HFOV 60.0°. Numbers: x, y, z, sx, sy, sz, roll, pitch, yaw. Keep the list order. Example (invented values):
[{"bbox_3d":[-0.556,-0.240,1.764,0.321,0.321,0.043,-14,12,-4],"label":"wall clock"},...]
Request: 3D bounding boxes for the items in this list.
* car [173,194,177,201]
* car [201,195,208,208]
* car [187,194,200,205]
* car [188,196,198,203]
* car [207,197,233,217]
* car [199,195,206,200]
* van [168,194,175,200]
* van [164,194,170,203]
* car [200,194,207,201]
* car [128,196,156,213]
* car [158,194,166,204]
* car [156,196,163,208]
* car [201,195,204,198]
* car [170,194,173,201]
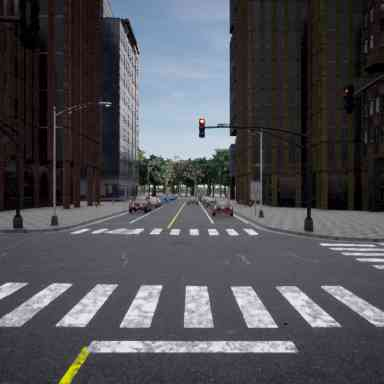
[{"bbox_3d":[-5.696,1.597,86.095,1.947,1.339,4.313,0,0,0],"label":"car"},{"bbox_3d":[2.799,1.561,48.025,2.008,1.369,4.403,0,0,0],"label":"car"},{"bbox_3d":[0.142,1.562,59.484,2.033,1.411,5.357,0,0,0],"label":"car"},{"bbox_3d":[0.155,1.584,69.774,1.994,1.385,4.181,0,0,0],"label":"car"},{"bbox_3d":[2.787,1.444,31.713,1.967,1.590,4.097,0,0,0],"label":"car"},{"bbox_3d":[2.833,1.561,91.696,1.752,1.417,4.829,0,0,0],"label":"car"},{"bbox_3d":[-5.693,1.377,91.533,1.690,1.788,3.998,0,0,0],"label":"van"},{"bbox_3d":[-5.713,1.359,64.345,1.690,1.788,3.998,0,0,0],"label":"van"},{"bbox_3d":[2.808,1.559,58.901,1.887,1.381,4.507,0,0,0],"label":"car"},{"bbox_3d":[-5.734,1.321,37.157,2.192,1.841,5.009,0,0,0],"label":"car"},{"bbox_3d":[-5.722,1.537,53.300,1.752,1.417,4.829,0,0,0],"label":"car"},{"bbox_3d":[-5.726,1.592,48.032,1.802,1.307,4.206,0,0,0],"label":"car"},{"bbox_3d":[2.804,1.557,53.463,1.887,1.381,4.507,0,0,0],"label":"car"},{"bbox_3d":[-5.709,1.571,69.783,2.008,1.369,4.403,0,0,0],"label":"car"}]
